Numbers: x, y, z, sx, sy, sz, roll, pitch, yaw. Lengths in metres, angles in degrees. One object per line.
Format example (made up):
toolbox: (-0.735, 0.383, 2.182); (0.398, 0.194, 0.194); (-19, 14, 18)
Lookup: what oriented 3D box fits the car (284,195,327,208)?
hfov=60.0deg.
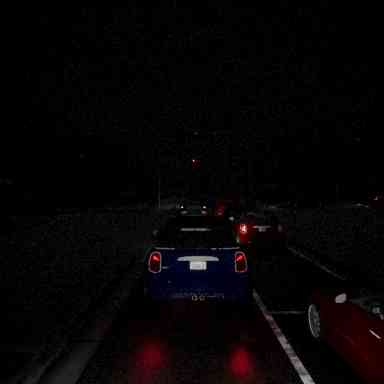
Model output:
car: (13.589, 1.132, 39.904); (4.892, 1.490, 1.837); (-1, 1, 0)

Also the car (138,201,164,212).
car: (-3.732, 1.690, 38.136); (4.718, 1.301, 1.895); (-1, 0, -18)

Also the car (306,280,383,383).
car: (2.631, 1.581, 3.601); (1.802, 1.307, 4.206); (-1, 0, 0)

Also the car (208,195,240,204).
car: (2.637, 1.323, 25.210); (2.192, 1.841, 5.009); (-1, 0, 0)

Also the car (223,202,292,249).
car: (2.634, 1.441, 14.406); (1.967, 1.590, 4.097); (-1, 0, 0)

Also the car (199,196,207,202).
car: (2.668, 1.664, 84.010); (1.887, 1.381, 4.507); (-1, 0, 0)

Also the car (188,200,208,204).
car: (0.114, 1.572, 25.503); (1.994, 1.385, 4.181); (0, 0, -1)

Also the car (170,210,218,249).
car: (0.102, 1.603, 15.491); (1.895, 1.301, 4.718); (0, 0, 0)

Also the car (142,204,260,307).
car: (0.073, 1.352, 8.156); (2.097, 1.767, 4.553); (0, 0, -1)

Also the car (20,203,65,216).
car: (-16.566, 1.980, 36.956); (4.674, 1.442, 1.812); (-1, 1, 0)

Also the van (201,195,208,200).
van: (2.650, 1.382, 51.572); (1.690, 1.788, 3.998); (-1, 0, 0)

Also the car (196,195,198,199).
car: (2.665, 1.654, 78.603); (2.008, 1.369, 4.403); (-1, 0, 0)

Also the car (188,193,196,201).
car: (0.045, 1.371, 92.197); (2.150, 2.045, 5.566); (0, 0, 0)

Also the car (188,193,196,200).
car: (0.040, 1.468, 81.947); (2.097, 1.767, 4.553); (0, 0, 0)

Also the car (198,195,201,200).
car: (2.652, 1.366, 56.978); (2.192, 1.841, 5.009); (-1, 0, 0)

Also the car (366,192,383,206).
car: (23.482, 0.741, 39.901); (4.553, 1.767, 2.097); (-1, 1, 0)
